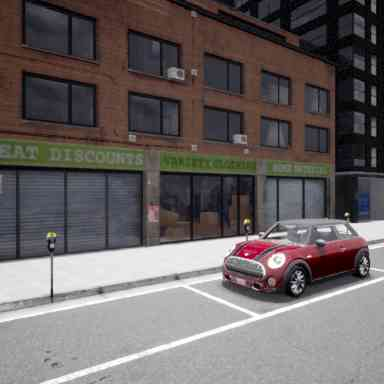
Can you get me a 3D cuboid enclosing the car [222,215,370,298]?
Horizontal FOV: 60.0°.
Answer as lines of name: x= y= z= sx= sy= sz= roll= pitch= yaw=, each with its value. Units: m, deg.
car: x=2.694 y=1.440 z=8.456 sx=4.097 sy=1.590 sz=1.967 roll=0 pitch=0 yaw=-35
